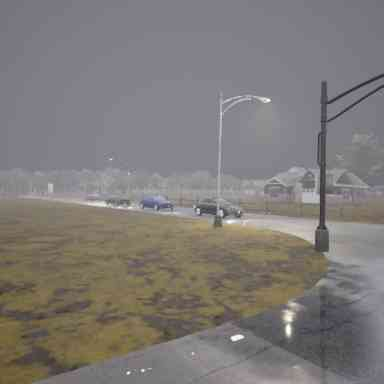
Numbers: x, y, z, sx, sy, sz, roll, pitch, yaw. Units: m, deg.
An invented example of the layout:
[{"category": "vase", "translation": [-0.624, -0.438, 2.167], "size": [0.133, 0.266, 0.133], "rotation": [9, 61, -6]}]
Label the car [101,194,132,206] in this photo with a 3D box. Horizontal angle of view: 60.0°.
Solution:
[{"category": "car", "translation": [-9.529, 1.106, 42.770], "size": [1.895, 1.301, 4.718], "rotation": [2, -1, -35]}]

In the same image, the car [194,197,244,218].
[{"category": "car", "translation": [2.056, 1.225, 26.470], "size": [1.837, 1.490, 4.892], "rotation": [2, 0, -35]}]

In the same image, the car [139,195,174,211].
[{"category": "car", "translation": [-3.739, 1.082, 34.617], "size": [1.882, 1.535, 5.008], "rotation": [2, 0, -36]}]

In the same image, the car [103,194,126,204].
[{"category": "car", "translation": [-12.396, 1.085, 52.991], "size": [1.994, 1.385, 4.181], "rotation": [2, -1, -35]}]

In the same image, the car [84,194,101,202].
[{"category": "car", "translation": [-18.194, 1.005, 61.142], "size": [2.033, 1.411, 5.357], "rotation": [2, -1, -35]}]
